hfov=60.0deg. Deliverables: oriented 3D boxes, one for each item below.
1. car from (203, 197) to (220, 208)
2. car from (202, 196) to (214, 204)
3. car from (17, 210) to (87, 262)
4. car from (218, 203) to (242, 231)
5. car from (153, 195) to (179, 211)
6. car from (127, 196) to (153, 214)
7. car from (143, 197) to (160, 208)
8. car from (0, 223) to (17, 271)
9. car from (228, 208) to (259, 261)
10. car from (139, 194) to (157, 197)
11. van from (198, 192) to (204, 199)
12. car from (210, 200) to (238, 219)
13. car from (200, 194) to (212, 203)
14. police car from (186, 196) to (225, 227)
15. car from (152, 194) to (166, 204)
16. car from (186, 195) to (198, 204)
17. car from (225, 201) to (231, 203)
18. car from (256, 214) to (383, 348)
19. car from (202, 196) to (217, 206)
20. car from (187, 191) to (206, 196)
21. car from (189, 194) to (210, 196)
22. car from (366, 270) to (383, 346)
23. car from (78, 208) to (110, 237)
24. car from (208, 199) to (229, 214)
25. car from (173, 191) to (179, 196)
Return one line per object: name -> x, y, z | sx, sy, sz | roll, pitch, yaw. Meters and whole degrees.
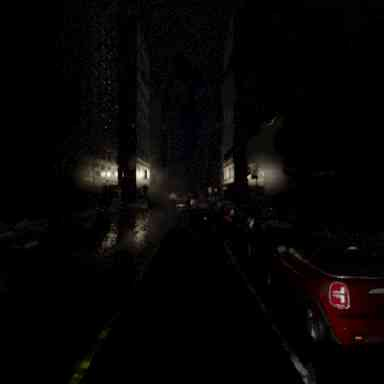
car -> 2.604, 1.348, 44.878 | 2.008, 1.369, 4.403 | 0, 0, 0
car -> 2.596, 1.332, 55.915 | 1.802, 1.307, 4.206 | 0, 0, 0
car -> -5.396, 1.523, 11.756 | 1.802, 1.307, 4.206 | 0, 0, 0
car -> 2.624, 1.482, 17.283 | 1.947, 1.339, 4.313 | 0, 0, 0
car -> -2.873, 1.395, 36.984 | 1.994, 1.385, 4.181 | 0, 0, 0
car -> -5.409, 1.370, 33.660 | 1.752, 1.417, 4.829 | 0, 0, 0
car -> -5.421, 1.379, 44.865 | 1.802, 1.307, 4.206 | 0, 0, 0
car -> -5.392, 1.494, 6.067 | 1.752, 1.417, 4.829 | 0, 0, 0
car -> 2.628, 1.492, 11.765 | 2.008, 1.369, 4.403 | 0, 0, 0
car -> -5.417, 1.136, 39.345 | 2.192, 1.841, 5.009 | 0, 0, 0
van -> 2.567, 0.926, 94.033 | 1.690, 1.788, 3.998 | 0, 0, 0
car -> 2.616, 1.419, 28.321 | 2.008, 1.369, 4.403 | 0, 0, 0
car -> 2.592, 1.166, 61.434 | 1.967, 1.590, 4.097 | 0, 0, 0
police car -> 0.710, 1.321, 22.066 | 1.930, 1.638, 5.238 | 0, 0, -2
car -> -5.429, 1.190, 55.902 | 1.967, 1.590, 4.097 | 0, 0, 0
car -> -0.043, 1.305, 57.996 | 1.994, 1.385, 4.181 | 0, 0, 0
car -> 2.620, 1.437, 22.802 | 1.887, 1.381, 4.507 | 0, 0, 0
car -> 2.633, 1.408, 6.246 | 1.967, 1.590, 4.097 | 0, 0, 0
car -> 2.600, 1.324, 50.396 | 2.008, 1.369, 4.403 | 0, 0, 0
car -> 0.797, 1.051, 38.009 | 2.150, 2.045, 5.566 | 0, 0, 0
car -> 0.784, 1.308, 32.173 | 1.801, 1.575, 5.366 | 0, 0, 0
car -> 2.637, 1.520, 0.898 | 1.752, 1.417, 4.829 | 0, 0, 0
car -> -5.401, 1.498, 17.274 | 1.802, 1.307, 4.206 | 0, 0, 0
car -> 2.612, 1.426, 33.840 | 1.802, 1.307, 4.206 | 0, 0, 0
car -> -5.458, 1.135, 94.019 | 2.008, 1.369, 4.403 | 0, 0, 0
